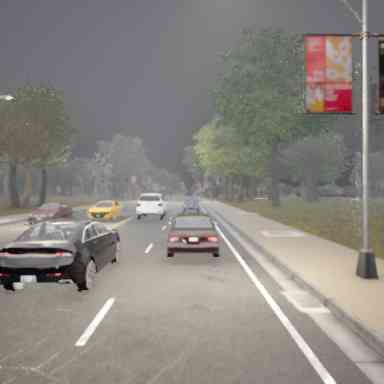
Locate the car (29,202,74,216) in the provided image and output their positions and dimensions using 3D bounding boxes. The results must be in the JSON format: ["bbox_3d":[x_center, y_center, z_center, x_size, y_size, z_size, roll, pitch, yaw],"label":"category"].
[{"bbox_3d":[-9.961,1.475,23.942,1.812,1.442,4.674,0,0,0],"label":"car"}]

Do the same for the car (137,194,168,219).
[{"bbox_3d":[-3.285,1.151,28.213,2.150,2.045,5.566,0,0,0],"label":"car"}]

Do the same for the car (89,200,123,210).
[{"bbox_3d":[-6.721,1.417,26.241,1.882,1.535,5.008,0,0,0],"label":"car"}]

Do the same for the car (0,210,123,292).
[{"bbox_3d":[-3.186,1.464,8.877,2.128,1.511,4.902,0,0,0],"label":"car"}]

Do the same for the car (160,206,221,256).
[{"bbox_3d":[0.038,1.502,12.783,2.033,1.411,5.357,0,0,0],"label":"car"}]

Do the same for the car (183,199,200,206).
[{"bbox_3d":[-0.078,1.460,36.723,2.033,1.411,5.357,0,0,0],"label":"car"}]
